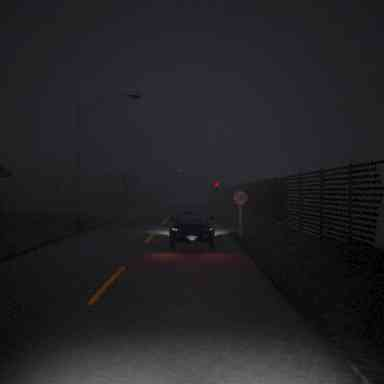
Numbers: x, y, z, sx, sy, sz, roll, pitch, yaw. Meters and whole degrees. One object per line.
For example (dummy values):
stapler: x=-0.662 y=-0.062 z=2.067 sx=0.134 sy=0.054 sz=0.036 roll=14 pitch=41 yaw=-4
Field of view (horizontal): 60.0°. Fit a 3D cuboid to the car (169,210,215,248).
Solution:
car: x=0.000 y=1.530 z=14.650 sx=1.812 sy=1.442 sz=4.674 roll=0 pitch=0 yaw=0
